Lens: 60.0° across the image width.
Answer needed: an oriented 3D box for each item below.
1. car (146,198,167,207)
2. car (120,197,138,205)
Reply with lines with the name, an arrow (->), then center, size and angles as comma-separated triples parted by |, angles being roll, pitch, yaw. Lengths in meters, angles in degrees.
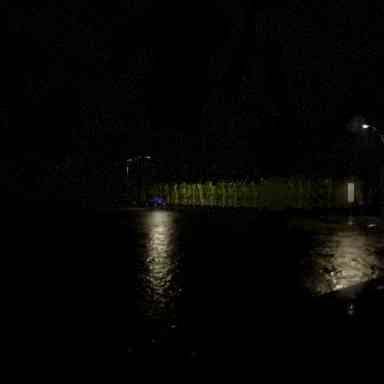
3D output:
car -> -5.731, 1.653, 53.926 | 1.812, 1.442, 4.674 | -1, 0, -36
car -> -11.811, 1.673, 62.119 | 1.837, 1.490, 4.892 | -1, 0, -36
